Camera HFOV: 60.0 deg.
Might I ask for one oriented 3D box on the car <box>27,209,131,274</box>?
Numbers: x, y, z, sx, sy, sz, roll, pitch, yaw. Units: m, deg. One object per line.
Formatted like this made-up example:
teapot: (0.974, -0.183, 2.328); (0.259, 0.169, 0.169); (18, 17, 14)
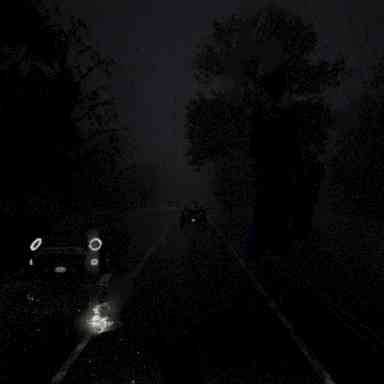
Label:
car: (-3.348, 1.399, 10.697); (2.097, 1.767, 4.553); (0, -1, 0)

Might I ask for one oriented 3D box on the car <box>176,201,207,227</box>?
car: (0.102, 1.695, 24.545); (2.128, 1.511, 4.902); (0, -1, 0)

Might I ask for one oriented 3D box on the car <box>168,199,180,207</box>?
car: (-3.029, 1.962, 58.472); (1.994, 1.385, 4.181); (0, 0, 2)
